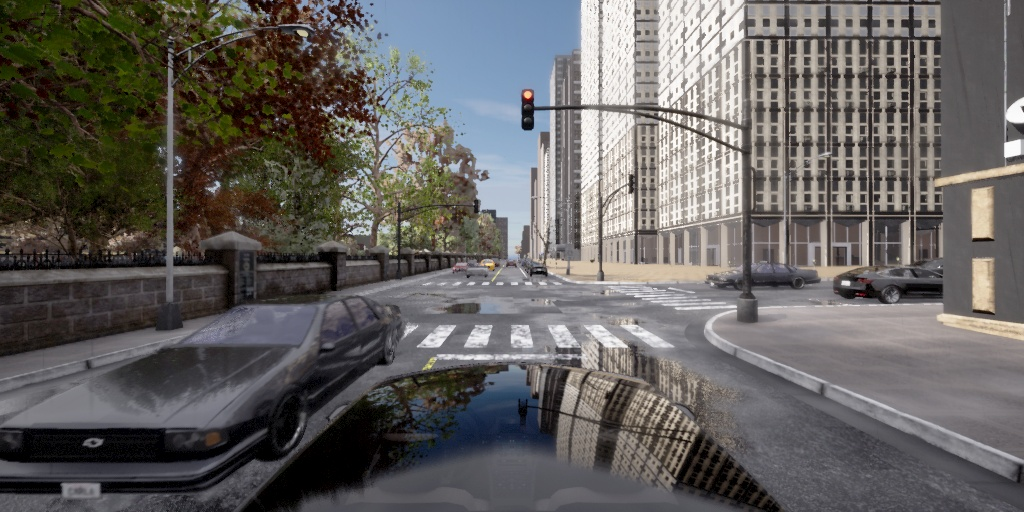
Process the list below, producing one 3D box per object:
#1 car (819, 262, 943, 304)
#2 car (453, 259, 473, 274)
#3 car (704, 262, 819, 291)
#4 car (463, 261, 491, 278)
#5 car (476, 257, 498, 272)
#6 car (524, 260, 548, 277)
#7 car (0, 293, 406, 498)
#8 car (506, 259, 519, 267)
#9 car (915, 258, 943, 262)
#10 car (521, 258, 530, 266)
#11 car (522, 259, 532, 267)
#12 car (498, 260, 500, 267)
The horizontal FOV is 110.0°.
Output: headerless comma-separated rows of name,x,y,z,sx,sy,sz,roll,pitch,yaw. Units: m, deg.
car,14.647,1.026,13.507,4.313,1.339,1.948,0,0,0
car,-5.824,1.351,41.654,1.802,1.307,4.207,0,0,0
car,13.389,1.054,19.277,5.357,1.411,2.033,-1,0,-1
car,-3.205,1.364,33.556,1.895,1.301,4.718,0,0,-3
car,-3.250,1.251,47.431,1.882,1.535,5.008,0,0,0
car,2.575,1.331,36.049,1.948,1.339,4.313,0,0,0
car,-3.111,1.298,5.242,2.033,1.411,5.357,0,0,0
car,-0.110,1.321,65.313,1.812,1.442,4.674,0,0,0
car,23.118,0.846,19.373,4.892,1.490,1.837,-1,0,0
car,2.538,1.340,47.314,1.948,1.339,4.313,0,0,0
car,2.556,1.335,41.682,1.948,1.339,4.313,0,0,0
car,-3.247,1.145,64.901,2.097,1.767,4.553,0,0,0
